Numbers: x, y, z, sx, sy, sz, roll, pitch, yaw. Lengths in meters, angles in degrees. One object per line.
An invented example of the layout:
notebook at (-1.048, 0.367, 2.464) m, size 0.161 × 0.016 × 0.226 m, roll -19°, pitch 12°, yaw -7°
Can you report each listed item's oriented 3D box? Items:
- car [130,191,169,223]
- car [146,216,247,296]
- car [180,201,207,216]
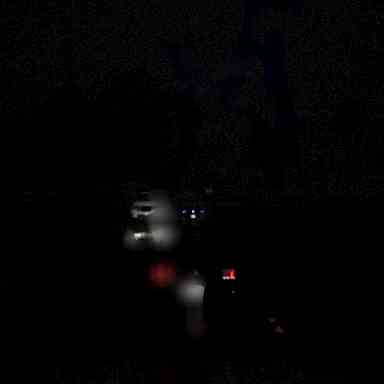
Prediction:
car at (-2.849, 0.971, 23.481) m, size 2.150 × 2.045 × 5.566 m, roll 0°, pitch 1°, yaw 0°
car at (0.085, 1.513, 8.343) m, size 1.895 × 1.301 × 4.718 m, roll 0°, pitch 1°, yaw 0°
car at (0.084, 1.336, 24.713) m, size 1.895 × 1.301 × 4.718 m, roll 0°, pitch 1°, yaw 0°
